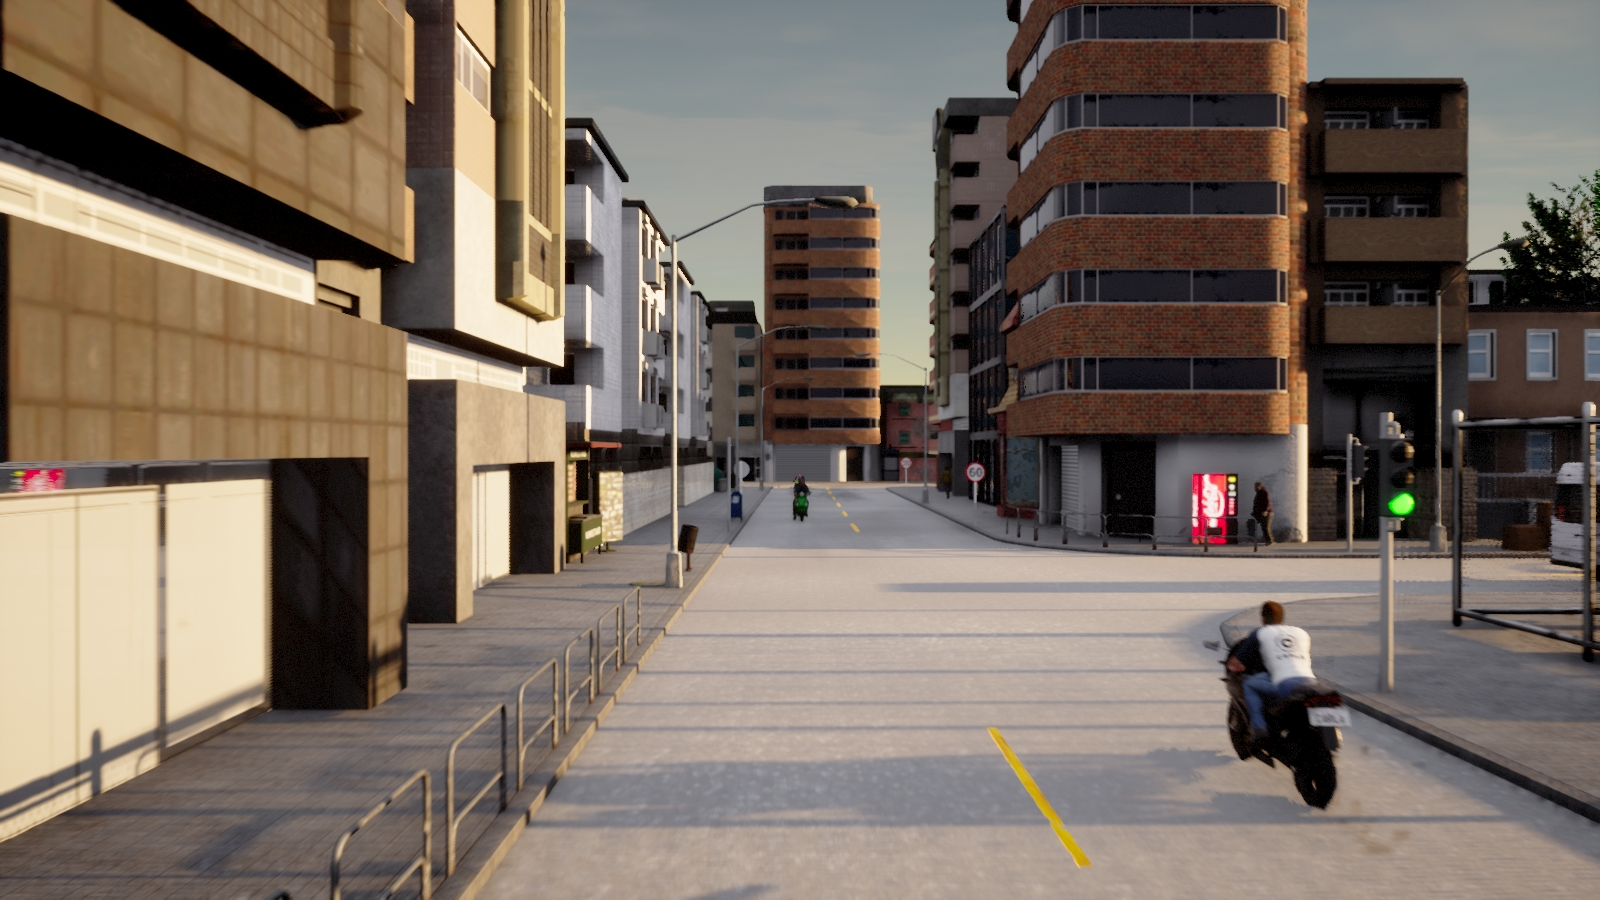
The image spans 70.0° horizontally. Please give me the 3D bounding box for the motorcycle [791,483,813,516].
[{"bbox_3d":[0.062,1.962,45.429,0.856,1.236,1.805,0,0,0],"label":"motorcycle"}]

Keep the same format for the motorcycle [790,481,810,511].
[{"bbox_3d":[0.018,1.962,49.296,0.856,1.236,1.805,0,0,0],"label":"motorcycle"}]

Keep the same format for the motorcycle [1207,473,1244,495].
[{"bbox_3d":[24.393,1.962,65.490,1.805,1.236,0.856,0,0,2],"label":"motorcycle"}]

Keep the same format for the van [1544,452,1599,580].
[{"bbox_3d":[18.896,1.314,23.490,5.915,2.561,1.988,0,0,0],"label":"van"}]

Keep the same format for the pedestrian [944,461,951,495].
[{"bbox_3d":[8.076,1.523,62.562,0.375,1.860,0.375,0,0,7],"label":"pedestrian"}]

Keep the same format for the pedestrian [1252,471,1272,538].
[{"bbox_3d":[12.866,1.516,31.806,0.375,1.860,0.375,0,0,-4],"label":"pedestrian"}]

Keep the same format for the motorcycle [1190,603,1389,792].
[{"bbox_3d":[4.016,1.993,9.584,0.803,1.145,2.033,0,0,0],"label":"motorcycle"}]
